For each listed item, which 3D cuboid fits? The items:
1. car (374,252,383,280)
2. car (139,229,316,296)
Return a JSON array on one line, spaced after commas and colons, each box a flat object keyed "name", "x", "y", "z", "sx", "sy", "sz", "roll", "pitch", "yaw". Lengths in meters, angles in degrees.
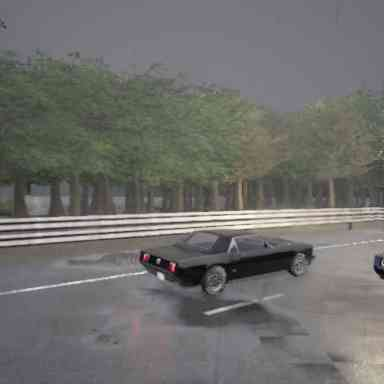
[{"name": "car", "x": 6.622, "y": 1.674, "z": 8.263, "sx": 4.718, "sy": 1.301, "sz": 1.895, "roll": 1, "pitch": 0, "yaw": -34}, {"name": "car", "x": 1.133, "y": 1.630, "z": 8.759, "sx": 4.718, "sy": 1.301, "sz": 1.895, "roll": 1, "pitch": 0, "yaw": -35}]
